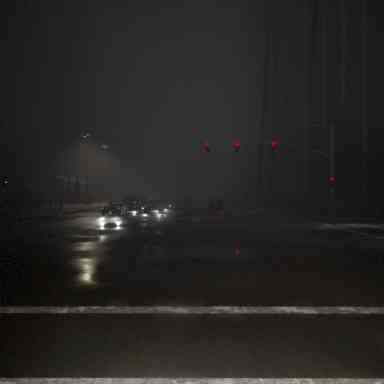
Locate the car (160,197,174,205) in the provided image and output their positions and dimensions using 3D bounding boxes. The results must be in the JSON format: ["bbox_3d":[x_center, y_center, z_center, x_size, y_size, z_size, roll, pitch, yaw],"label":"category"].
[{"bbox_3d":[-4.340,1.547,58.531,2.033,1.411,5.357,0,0,0],"label":"car"}]

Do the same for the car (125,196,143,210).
[{"bbox_3d":[-7.706,1.351,41.884,2.097,1.767,4.553,0,0,0],"label":"car"}]

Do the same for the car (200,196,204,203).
[{"bbox_3d":[2.653,1.524,68.081,1.812,1.442,4.674,0,0,0],"label":"car"}]

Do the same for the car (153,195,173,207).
[{"bbox_3d":[-4.253,1.491,47.281,2.128,1.511,4.902,0,0,0],"label":"car"}]

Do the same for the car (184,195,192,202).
[{"bbox_3d":[-0.947,1.477,75.459,1.882,1.535,5.008,0,0,-1],"label":"car"}]

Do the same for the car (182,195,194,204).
[{"bbox_3d":[-0.727,1.351,63.340,2.097,1.767,4.553,0,0,-1],"label":"car"}]

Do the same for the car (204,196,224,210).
[{"bbox_3d":[2.962,1.491,42.022,2.128,1.511,4.902,0,0,0],"label":"car"}]

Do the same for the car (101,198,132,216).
[{"bbox_3d":[-7.612,1.600,33.115,1.895,1.301,4.718,0,0,-1],"label":"car"}]

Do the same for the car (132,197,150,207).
[{"bbox_3d":[-7.803,1.547,51.383,2.033,1.411,5.357,0,0,0],"label":"car"}]

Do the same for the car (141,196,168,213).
[{"bbox_3d":[-4.165,1.525,37.254,1.812,1.442,4.674,0,0,2],"label":"car"}]

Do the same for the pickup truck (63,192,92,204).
[{"bbox_3d":[-20.918,1.058,60.092,2.390,2.098,6.274,0,0,30],"label":"pickup truck"}]

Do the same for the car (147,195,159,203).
[{"bbox_3d":[-7.873,1.477,67.194,1.882,1.535,5.008,0,0,0],"label":"car"}]
